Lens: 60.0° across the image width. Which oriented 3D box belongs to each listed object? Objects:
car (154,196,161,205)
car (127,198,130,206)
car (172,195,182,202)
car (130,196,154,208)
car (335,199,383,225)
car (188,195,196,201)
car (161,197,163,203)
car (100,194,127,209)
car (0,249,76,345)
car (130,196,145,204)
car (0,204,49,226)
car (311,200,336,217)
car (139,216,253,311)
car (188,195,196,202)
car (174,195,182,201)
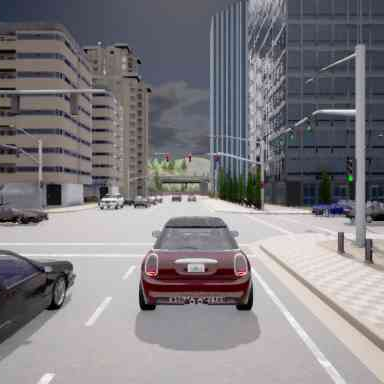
[{"bbox_3d":[-7.096,1.491,57.464,2.128,1.511,4.902,0,0,0],"label":"car"},{"bbox_3d":[-10.606,1.601,54.205,1.895,1.301,4.718,0,0,0],"label":"car"},{"bbox_3d":[-3.520,1.470,74.700,1.882,1.535,5.008,0,0,0],"label":"car"},{"bbox_3d":[-7.111,1.547,47.951,2.033,1.411,5.357,0,0,0],"label":"car"},{"bbox_3d":[12.838,1.436,22.641,4.902,1.511,2.128,0,0,0],"label":"car"},{"bbox_3d":[-0.022,1.493,84.311,1.812,1.442,4.674,0,0,0],"label":"car"},{"bbox_3d":[-7.030,1.491,67.712,2.128,1.511,4.902,0,0,0],"label":"car"},{"bbox_3d":[-10.611,1.222,44.436,2.150,2.045,5.566,0,0,0],"label":"car"},{"bbox_3d":[-3.435,1.547,4.747,2.033,1.411,5.357,0,0,0],"label":"car"},{"bbox_3d":[-10.556,1.491,64.582,2.128,1.511,4.902,0,0,1],"label":"car"},{"bbox_3d":[-12.764,1.521,22.790,5.357,1.411,2.033,0,0,0],"label":"car"},{"bbox_3d":[13.286,1.422,29.846,5.008,1.535,1.882,0,0,1],"label":"car"},{"bbox_3d":[0.081,1.352,7.946,2.097,1.767,4.553,0,0,0],"label":"car"},{"bbox_3d":[-0.020,1.547,75.818,1.994,1.385,4.181,0,0,0],"label":"car"},{"bbox_3d":[-3.522,1.509,84.311,2.033,1.411,5.357,0,0,0],"label":"car"}]
